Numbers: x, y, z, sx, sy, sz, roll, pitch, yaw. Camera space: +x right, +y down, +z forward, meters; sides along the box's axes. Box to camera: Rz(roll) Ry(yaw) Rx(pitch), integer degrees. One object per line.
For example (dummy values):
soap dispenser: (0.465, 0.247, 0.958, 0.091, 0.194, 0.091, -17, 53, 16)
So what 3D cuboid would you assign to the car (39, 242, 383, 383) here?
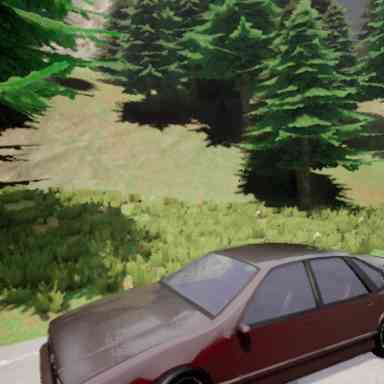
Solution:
car: (0.953, 1.444, 4.365, 5.357, 1.411, 2.033, -2, 1, -27)
